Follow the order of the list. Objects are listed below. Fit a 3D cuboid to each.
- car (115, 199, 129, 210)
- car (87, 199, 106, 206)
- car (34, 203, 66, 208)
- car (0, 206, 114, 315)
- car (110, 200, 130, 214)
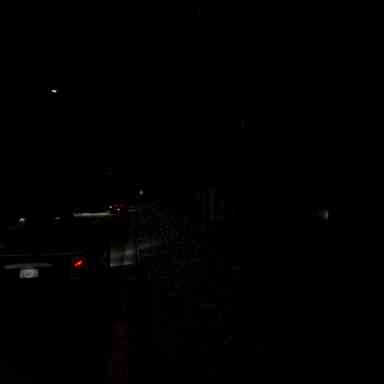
[{"bbox_3d":[-10.089,1.788,48.303,1.895,1.301,4.718,0,0,-10],"label":"car"},{"bbox_3d":[-11.463,1.647,39.952,1.882,1.535,5.008,0,0,-9],"label":"car"},{"bbox_3d":[-7.740,1.437,17.956,2.097,1.767,4.553,0,0,-10],"label":"car"},{"bbox_3d":[-3.068,1.379,7.621,2.097,1.767,4.553,0,0,-10],"label":"car"},{"bbox_3d":[-8.258,1.646,37.995,1.837,1.490,4.892,0,0,-9],"label":"car"}]
